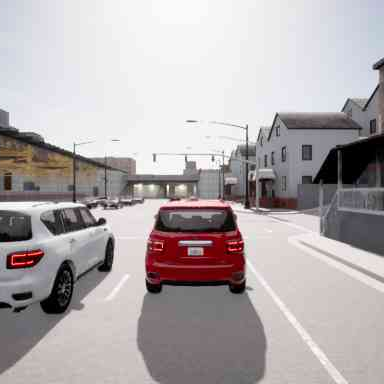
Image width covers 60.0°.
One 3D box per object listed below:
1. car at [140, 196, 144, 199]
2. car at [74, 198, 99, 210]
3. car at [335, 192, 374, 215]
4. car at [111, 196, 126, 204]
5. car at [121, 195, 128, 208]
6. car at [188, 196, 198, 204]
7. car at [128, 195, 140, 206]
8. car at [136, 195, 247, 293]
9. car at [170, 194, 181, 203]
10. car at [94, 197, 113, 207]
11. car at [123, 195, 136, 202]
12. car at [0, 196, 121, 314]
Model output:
[{"bbox_3d":[-10.384,1.547,64.657,2.033,1.411,5.357,0,0,0],"label":"car"},{"bbox_3d":[-13.995,1.564,44.207,1.994,1.385,4.181,0,0,0],"label":"car"},{"bbox_3d":[14.901,0.850,28.716,5.357,1.411,2.033,-16,0,-1],"label":"car"},{"bbox_3d":[-13.897,1.505,63.303,1.837,1.490,4.892,0,0,0],"label":"car"},{"bbox_3d":[-10.494,1.491,44.619,2.128,1.511,4.902,0,0,0],"label":"car"},{"bbox_3d":[0.250,1.525,63.765,1.812,1.442,4.674,0,0,0],"label":"car"},{"bbox_3d":[-10.463,1.547,54.368,2.033,1.411,5.357,0,0,0],"label":"car"},{"bbox_3d":[0.099,1.221,9.007,2.150,2.045,5.566,0,0,1],"label":"car"},{"bbox_3d":[-3.337,1.352,69.139,2.097,1.767,4.553,0,0,0],"label":"car"},{"bbox_3d":[-13.964,1.526,52.948,1.812,1.442,4.674,0,0,0],"label":"car"},{"bbox_3d":[-13.826,1.493,73.717,1.837,1.490,4.892,0,0,0],"label":"car"},{"bbox_3d":[-3.409,1.221,7.745,2.150,2.045,5.566,0,0,1],"label":"car"}]
